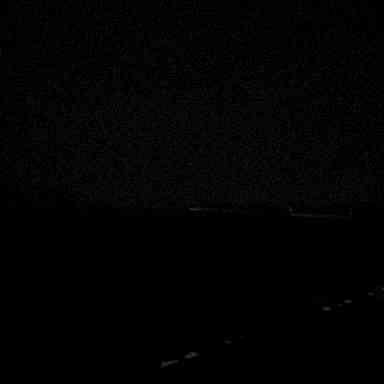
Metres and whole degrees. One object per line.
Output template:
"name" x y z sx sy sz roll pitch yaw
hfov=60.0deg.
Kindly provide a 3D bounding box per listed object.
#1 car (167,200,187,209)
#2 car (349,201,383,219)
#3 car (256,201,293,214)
"car" -2.603 2.085 58.139 2.128 1.511 4.902 2 -2 -35
"car" 17.145 1.643 30.709 2.097 1.767 4.553 2 -1 -37
"car" 10.006 1.873 40.503 2.128 1.511 4.902 2 -1 -36
